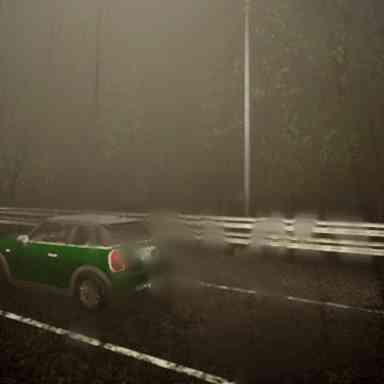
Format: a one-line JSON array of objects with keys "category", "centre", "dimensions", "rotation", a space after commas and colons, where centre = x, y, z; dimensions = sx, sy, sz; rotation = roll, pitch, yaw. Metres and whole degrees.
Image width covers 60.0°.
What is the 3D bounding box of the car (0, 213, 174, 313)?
[{"category": "car", "centre": [-2.745, 1.315, 7.739], "dimensions": [4.553, 1.767, 2.097], "rotation": [0, 0, 30]}]
